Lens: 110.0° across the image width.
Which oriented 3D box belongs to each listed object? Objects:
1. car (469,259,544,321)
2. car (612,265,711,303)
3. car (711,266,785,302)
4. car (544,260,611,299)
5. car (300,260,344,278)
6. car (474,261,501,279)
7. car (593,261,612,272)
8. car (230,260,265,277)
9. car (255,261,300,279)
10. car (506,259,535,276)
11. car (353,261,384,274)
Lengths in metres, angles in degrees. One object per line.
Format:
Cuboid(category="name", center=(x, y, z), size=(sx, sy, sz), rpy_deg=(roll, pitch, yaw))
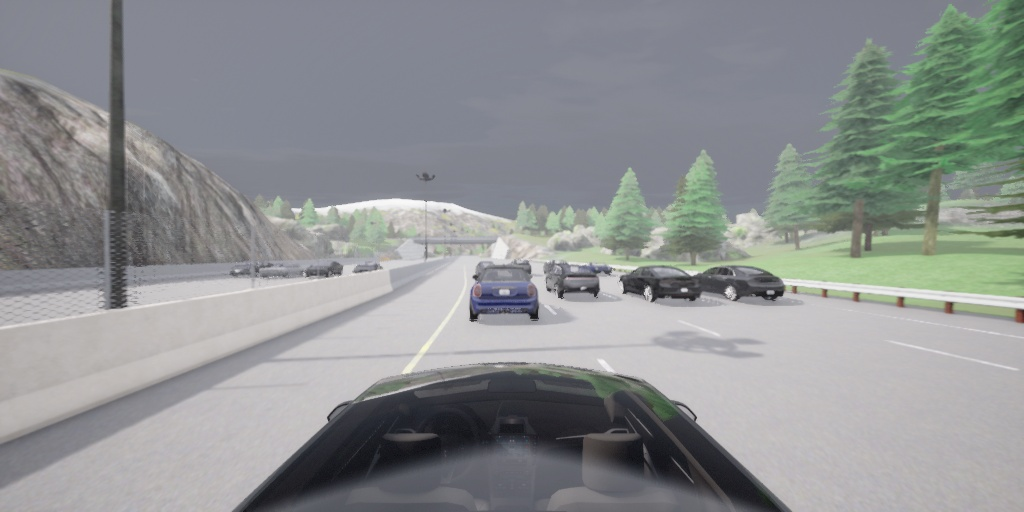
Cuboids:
Cuboid(category="car", center=(-0.325, 1.052, 12.476), size=(2.097, 1.767, 4.553), rpy_deg=(0, 0, -3))
Cuboid(category="car", center=(6.438, 1.147, 16.228), size=(1.882, 1.535, 5.008), rpy_deg=(0, 0, -4))
Cuboid(category="car", center=(9.938, 1.166, 16.436), size=(1.837, 1.490, 4.892), rpy_deg=(0, 0, -4))
Cuboid(category="car", center=(2.829, 1.162, 17.585), size=(2.128, 1.511, 4.902), rpy_deg=(0, 0, -4))
Cuboid(category="car", center=(-16.598, 1.118, 32.024), size=(1.882, 1.535, 5.008), rpy_deg=(0, 0, -8))
Cuboid(category="car", center=(-2.300, 1.159, 32.144), size=(2.033, 1.411, 5.357), rpy_deg=(0, 0, -8))
Cuboid(category="car", center=(7.940, 1.180, 34.728), size=(1.895, 1.301, 4.718), rpy_deg=(0, 0, -7))
Cuboid(category="car", center=(-23.810, 1.143, 33.138), size=(2.128, 1.511, 4.902), rpy_deg=(0, 0, -8))
Cuboid(category="car", center=(-20.079, 1.250, 31.635), size=(1.895, 1.301, 4.718), rpy_deg=(0, 0, -8))
Cuboid(category="car", center=(0.750, 1.081, 35.641), size=(2.128, 1.511, 4.902), rpy_deg=(0, 0, -8))
Cuboid(category="car", center=(-13.250, 1.192, 33.391), size=(1.994, 1.385, 4.181), rpy_deg=(0, 0, -8))
